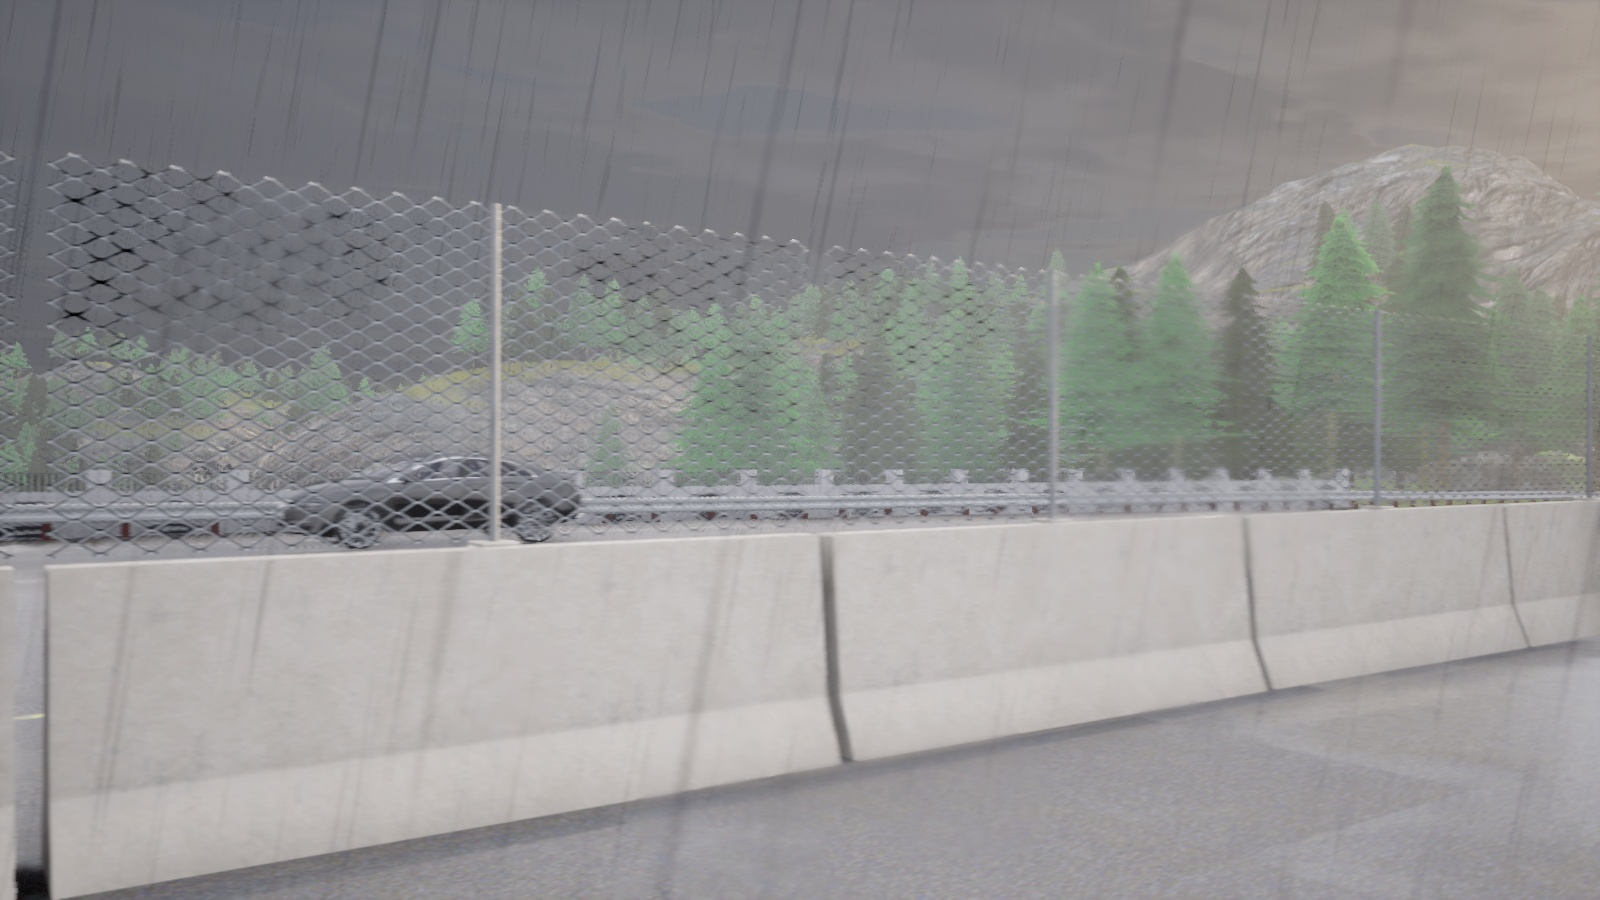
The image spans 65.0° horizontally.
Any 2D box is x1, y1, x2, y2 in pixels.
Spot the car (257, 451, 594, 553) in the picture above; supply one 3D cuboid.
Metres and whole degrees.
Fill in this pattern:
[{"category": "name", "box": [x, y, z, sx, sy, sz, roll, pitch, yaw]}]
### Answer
[{"category": "car", "box": [-6.111, 0.776, 20.727, 4.902, 1.511, 2.128, 0, 0, -35]}]
